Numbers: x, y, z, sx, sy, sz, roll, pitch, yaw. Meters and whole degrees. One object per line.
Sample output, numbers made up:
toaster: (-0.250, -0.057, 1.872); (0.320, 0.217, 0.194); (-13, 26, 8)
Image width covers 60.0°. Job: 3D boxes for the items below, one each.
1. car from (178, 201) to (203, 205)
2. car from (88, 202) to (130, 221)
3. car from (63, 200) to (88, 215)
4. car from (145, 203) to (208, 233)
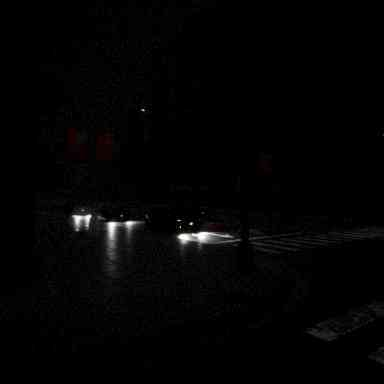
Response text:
car: (-0.487, 1.592, 30.829); (2.128, 1.511, 4.902); (0, 0, -36)
car: (-6.944, 1.619, 28.334); (1.812, 1.442, 4.674); (0, 0, -36)
car: (-12.712, 1.622, 36.369); (2.128, 1.511, 4.902); (0, 0, -35)
car: (-1.207, 1.619, 20.347); (1.994, 1.385, 4.181); (0, 0, -36)
